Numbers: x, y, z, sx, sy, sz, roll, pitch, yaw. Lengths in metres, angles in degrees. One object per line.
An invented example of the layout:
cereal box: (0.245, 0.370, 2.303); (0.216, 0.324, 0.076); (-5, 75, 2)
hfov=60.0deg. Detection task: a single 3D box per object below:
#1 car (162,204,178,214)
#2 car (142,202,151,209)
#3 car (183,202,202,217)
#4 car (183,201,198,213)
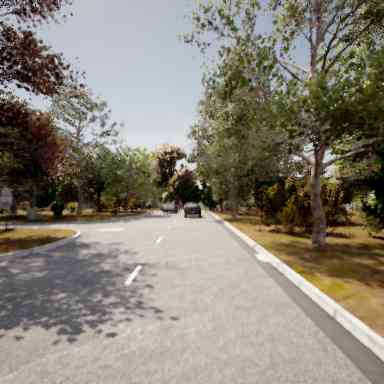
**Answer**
car: (-3.106, 2.411, 48.215); (2.033, 1.411, 5.357); (0, -2, 3)
car: (-11.138, 2.717, 67.276); (5.566, 2.045, 2.150); (-1, -3, 15)
car: (0.097, 2.076, 38.432); (1.882, 1.535, 5.008); (0, -2, 0)
car: (-0.254, 2.363, 53.601); (2.097, 1.767, 4.553); (0, -2, -5)
